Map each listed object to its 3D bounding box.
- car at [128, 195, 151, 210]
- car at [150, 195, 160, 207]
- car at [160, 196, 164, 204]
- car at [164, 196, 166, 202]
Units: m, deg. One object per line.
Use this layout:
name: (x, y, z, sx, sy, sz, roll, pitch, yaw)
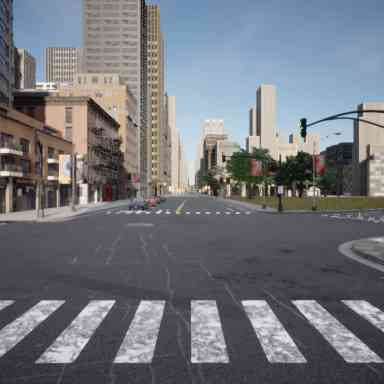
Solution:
car: (-6.637, 1.483, 41.544, 1.812, 1.442, 4.674, 0, 0, 0)
car: (-6.616, 1.294, 50.596, 2.097, 1.767, 4.553, 0, 0, 0)
car: (-6.599, 1.491, 59.647, 1.994, 1.385, 4.181, 0, 0, 0)
car: (-6.520, 1.501, 69.779, 1.895, 1.301, 4.718, 0, 0, 0)
